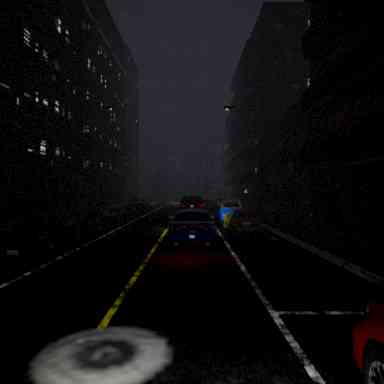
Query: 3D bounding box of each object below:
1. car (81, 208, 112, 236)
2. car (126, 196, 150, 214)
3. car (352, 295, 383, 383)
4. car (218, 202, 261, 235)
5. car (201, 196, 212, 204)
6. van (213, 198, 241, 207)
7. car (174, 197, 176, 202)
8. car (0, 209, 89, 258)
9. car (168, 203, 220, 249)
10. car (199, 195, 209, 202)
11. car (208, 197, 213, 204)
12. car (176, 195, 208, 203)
[{"bbox_3d":[-5.700,1.561,18.460,1.947,1.339,4.313,-1,0,0],"label":"car"},{"bbox_3d":[-5.704,1.315,35.515,2.192,1.841,5.009,-1,0,0],"label":"car"},{"bbox_3d":[2.676,1.312,1.403,2.192,1.841,5.009,-1,0,0],"label":"car"},{"bbox_3d":[2.679,1.521,18.627,1.752,1.417,4.829,-1,0,0],"label":"car"},{"bbox_3d":[2.680,1.561,63.935,1.887,1.381,4.507,-1,0,0],"label":"car"},{"bbox_3d":[2.677,1.337,24.142,1.690,1.788,3.998,-1,0,0],"label":"van"},{"bbox_3d":[-2.999,1.517,75.634,1.812,1.442,4.674,0,0,0],"label":"car"},{"bbox_3d":[-5.700,1.561,12.776,1.947,1.339,4.313,-1,0,0],"label":"car"},{"bbox_3d":[0.000,1.481,14.651,1.882,1.535,5.008,0,0,0],"label":"car"},{"bbox_3d":[2.678,1.466,75.304,1.967,1.590,4.097,-1,0,0],"label":"car"},{"bbox_3d":[2.680,1.559,52.564,2.008,1.369,4.403,-1,0,0],"label":"car"},{"bbox_3d":[0.000,1.256,29.682,2.150,2.045,5.566,0,0,0],"label":"car"}]
